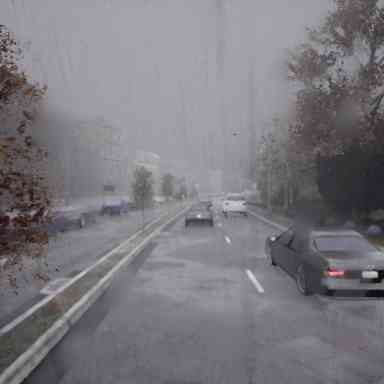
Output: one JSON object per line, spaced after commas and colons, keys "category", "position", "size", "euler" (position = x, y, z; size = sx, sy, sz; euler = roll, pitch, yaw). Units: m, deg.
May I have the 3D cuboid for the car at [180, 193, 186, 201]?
{"category": "car", "position": [-3.795, 1.157, 78.066], "size": [2.435, 2.045, 5.566], "euler": [0, 0, 10]}

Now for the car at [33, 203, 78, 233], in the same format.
{"category": "car", "position": [-7.880, 1.544, 17.214], "size": [2.002, 1.452, 4.674], "euler": [0, 0, 0]}

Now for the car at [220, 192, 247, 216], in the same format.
{"category": "car", "position": [4.153, 1.269, 32.905], "size": [2.150, 2.045, 5.566], "euler": [0, 0, 4]}

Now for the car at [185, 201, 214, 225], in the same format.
{"category": "car", "position": [0.557, 1.603, 24.320], "size": [1.994, 1.385, 4.181], "euler": [0, 0, 2]}

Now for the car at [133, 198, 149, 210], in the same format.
{"category": "car", "position": [-7.509, 1.521, 43.352], "size": [2.163, 1.488, 4.792], "euler": [0, 0, 3]}

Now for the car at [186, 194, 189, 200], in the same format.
{"category": "car", "position": [-2.861, 1.381, 83.396], "size": [1.946, 1.575, 5.366], "euler": [0, 0, 11]}

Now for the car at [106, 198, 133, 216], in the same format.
{"category": "car", "position": [-7.764, 1.503, 33.757], "size": [2.097, 1.535, 5.008], "euler": [0, 0, 1]}

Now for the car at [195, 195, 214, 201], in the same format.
{"category": "car", "position": [1.647, 1.542, 41.673], "size": [1.837, 1.490, 4.892], "euler": [0, 0, 5]}

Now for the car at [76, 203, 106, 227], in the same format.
{"category": "car", "position": [-7.841, 1.507, 22.764], "size": [2.231, 1.521, 4.892], "euler": [0, 0, 0]}

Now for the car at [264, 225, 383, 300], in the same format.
{"category": "car", "position": [3.285, 1.568, 8.610], "size": [2.033, 1.411, 5.357], "euler": [0, 0, 1]}

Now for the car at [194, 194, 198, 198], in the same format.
{"category": "car", "position": [-0.586, 1.322, 94.483], "size": [2.097, 1.535, 5.008], "euler": [0, 0, 13]}

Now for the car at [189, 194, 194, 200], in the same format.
{"category": "car", "position": [-1.792, 1.353, 88.857], "size": [1.946, 1.575, 5.366], "euler": [0, 0, 12]}

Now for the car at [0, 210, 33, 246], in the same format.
{"category": "car", "position": [-7.917, 1.529, 11.637], "size": [2.163, 1.488, 4.792], "euler": [0, 0, 0]}

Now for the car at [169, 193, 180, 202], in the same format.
{"category": "car", "position": [-4.682, 1.428, 72.590], "size": [2.231, 1.521, 4.892], "euler": [0, 0, 9]}

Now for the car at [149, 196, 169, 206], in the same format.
{"category": "car", "position": [-6.114, 1.451, 61.356], "size": [1.946, 1.575, 5.366], "euler": [0, 0, 7]}
